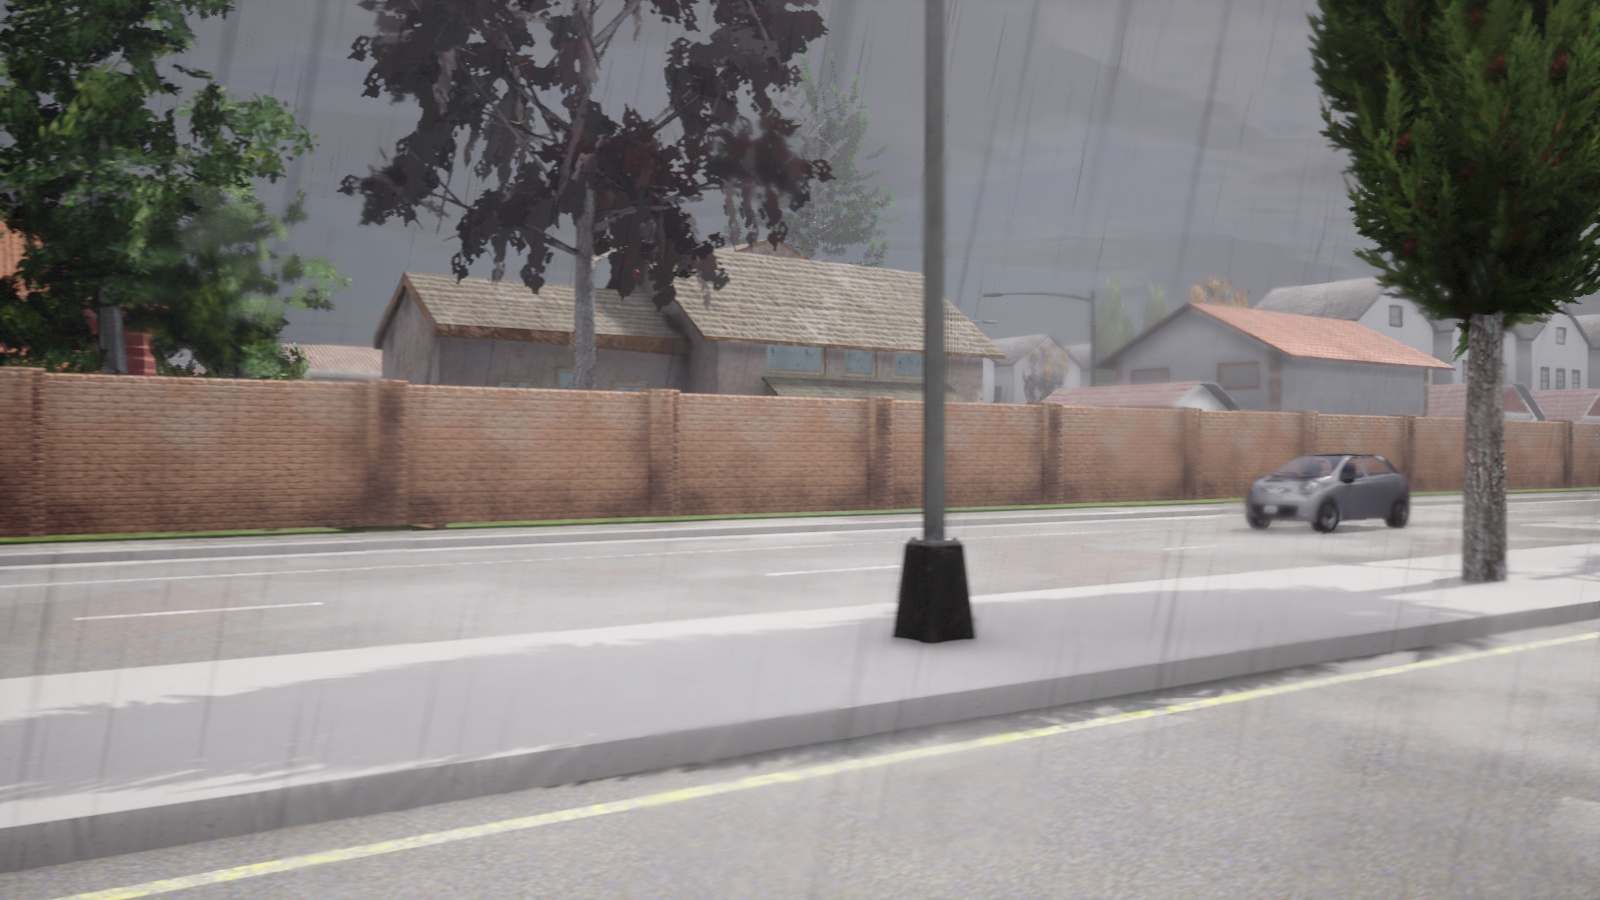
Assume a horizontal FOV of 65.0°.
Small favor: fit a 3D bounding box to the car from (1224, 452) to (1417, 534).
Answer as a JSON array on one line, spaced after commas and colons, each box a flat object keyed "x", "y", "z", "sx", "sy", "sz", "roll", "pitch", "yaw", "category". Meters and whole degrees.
[{"x": 10.305, "y": 0.798, "z": 24.802, "sx": 3.633, "sy": 1.501, "sz": 1.845, "roll": 0, "pitch": 0, "yaw": -35, "category": "car"}]
